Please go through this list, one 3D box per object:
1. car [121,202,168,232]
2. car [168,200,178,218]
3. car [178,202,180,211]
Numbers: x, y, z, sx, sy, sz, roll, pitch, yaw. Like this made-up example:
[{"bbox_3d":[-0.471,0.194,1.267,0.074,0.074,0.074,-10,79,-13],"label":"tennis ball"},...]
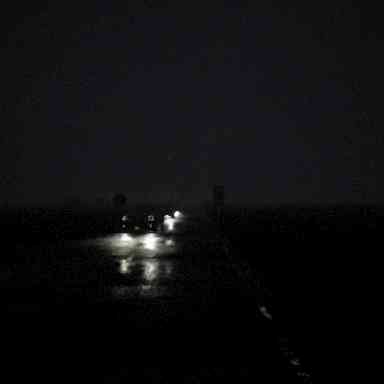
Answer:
[{"bbox_3d":[-3.078,1.561,21.673,2.097,1.767,4.553,0,-1,4],"label":"car"},{"bbox_3d":[-2.750,1.841,34.091,1.837,1.490,4.892,0,-1,0],"label":"car"},{"bbox_3d":[-2.701,1.972,47.861,2.128,1.511,4.902,0,-1,0],"label":"car"}]
